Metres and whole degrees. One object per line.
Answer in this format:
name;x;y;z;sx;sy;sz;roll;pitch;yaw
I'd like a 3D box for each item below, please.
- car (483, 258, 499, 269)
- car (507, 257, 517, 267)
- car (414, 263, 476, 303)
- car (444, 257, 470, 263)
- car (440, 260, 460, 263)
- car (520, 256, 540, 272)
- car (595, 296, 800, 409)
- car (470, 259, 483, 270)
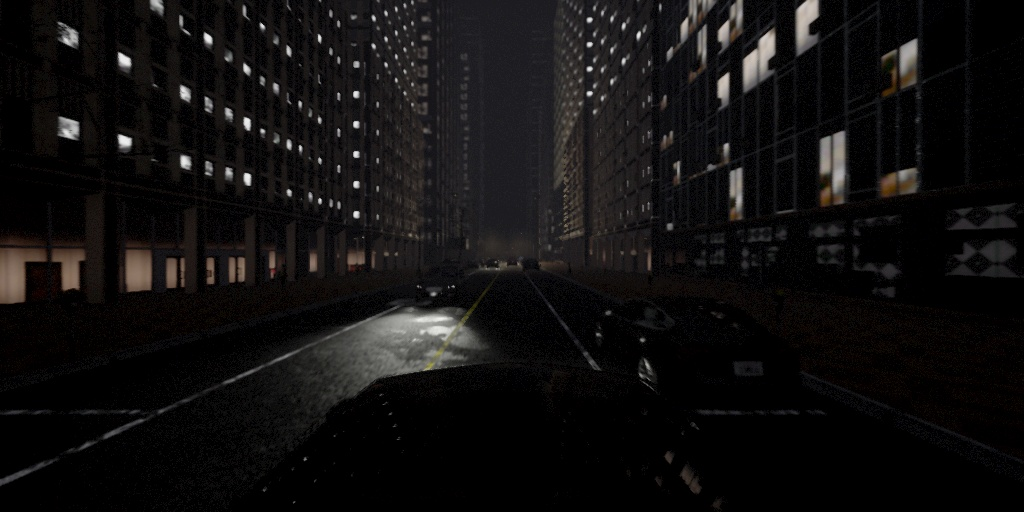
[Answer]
car;-3.036;1.201;56.869;1.837;1.490;4.892;0;0;0
car;0.021;1.283;65.270;1.895;1.301;4.718;0;0;0
car;-3.094;1.235;16.592;2.128;1.511;4.902;0;0;0
car;-5.680;1.044;34.652;2.192;1.841;5.009;0;0;0
car;-5.682;1.280;28.953;1.888;1.381;4.507;0;0;0
car;2.402;1.067;46.243;2.097;1.767;4.553;0;0;0
car;2.691;1.314;6.153;1.948;1.339;4.313;0;0;0
car;-5.674;1.145;51.747;1.967;1.591;4.097;0;0;0
